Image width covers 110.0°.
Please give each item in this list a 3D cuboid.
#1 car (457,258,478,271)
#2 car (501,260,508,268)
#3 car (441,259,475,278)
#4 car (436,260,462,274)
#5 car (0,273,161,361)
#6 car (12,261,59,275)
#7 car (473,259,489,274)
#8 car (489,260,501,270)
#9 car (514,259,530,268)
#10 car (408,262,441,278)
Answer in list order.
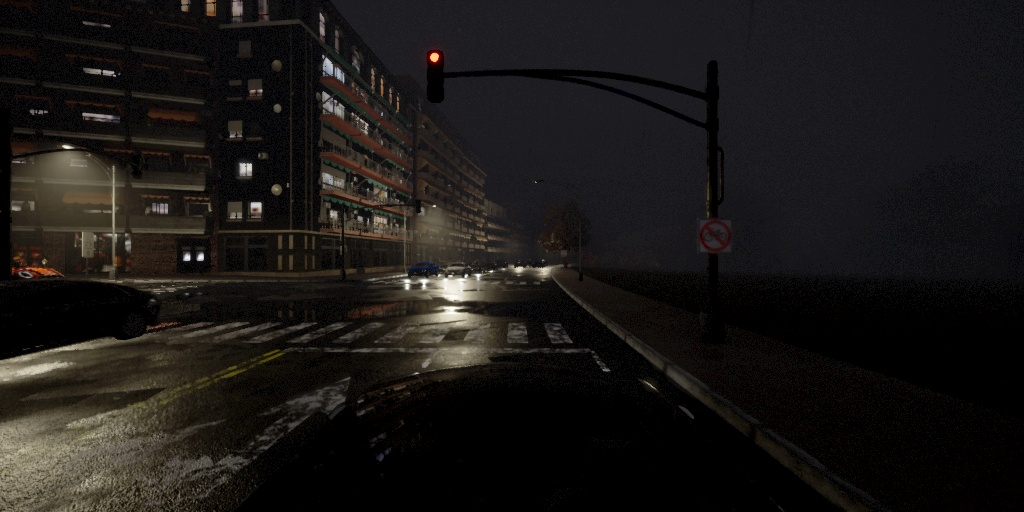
[{"bbox_3d":[-6.580,1.236,54.024,2.097,1.767,4.553,0,0,7],"label":"car"},{"bbox_3d":[-1.892,1.413,64.285,1.882,1.535,5.008,0,0,9],"label":"car"},{"bbox_3d":[-5.230,1.336,35.142,1.812,1.442,4.674,0,0,5],"label":"car"},{"bbox_3d":[-7.667,1.323,44.350,1.882,1.535,5.008,0,0,6],"label":"car"},{"bbox_3d":[-9.825,1.258,7.133,1.837,1.490,4.892,2,0,-4],"label":"car"},{"bbox_3d":[-22.488,0.747,15.229,4.553,1.767,2.097,1,0,-19],"label":"car"},{"bbox_3d":[-4.437,1.350,43.995,1.837,1.490,4.892,0,0,6],"label":"car"},{"bbox_3d":[-3.318,1.449,53.916,1.994,1.385,4.181,0,0,8],"label":"car"},{"bbox_3d":[1.528,1.489,64.987,2.033,1.411,5.357,0,0,9],"label":"car"},{"bbox_3d":[-8.515,1.287,34.818,1.882,1.535,5.008,0,0,4],"label":"car"}]
